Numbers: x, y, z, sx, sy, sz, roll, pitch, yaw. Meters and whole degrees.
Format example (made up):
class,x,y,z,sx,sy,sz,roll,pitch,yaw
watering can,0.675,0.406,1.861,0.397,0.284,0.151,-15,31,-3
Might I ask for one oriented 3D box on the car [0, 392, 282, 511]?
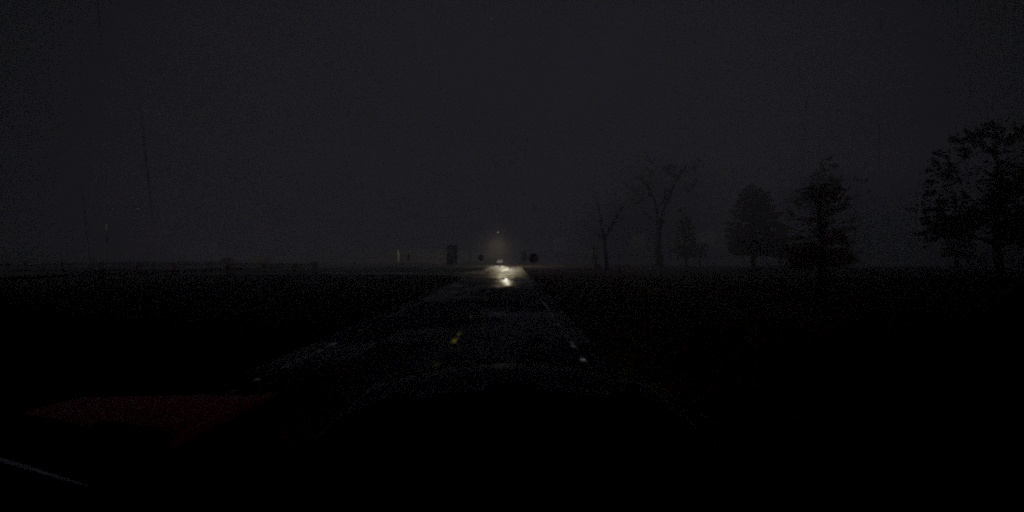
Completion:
class,x,y,z,sx,sy,sz,roll,pitch,yaw
car,-2.849,1.347,0.742,1.895,1.301,4.718,0,0,0
